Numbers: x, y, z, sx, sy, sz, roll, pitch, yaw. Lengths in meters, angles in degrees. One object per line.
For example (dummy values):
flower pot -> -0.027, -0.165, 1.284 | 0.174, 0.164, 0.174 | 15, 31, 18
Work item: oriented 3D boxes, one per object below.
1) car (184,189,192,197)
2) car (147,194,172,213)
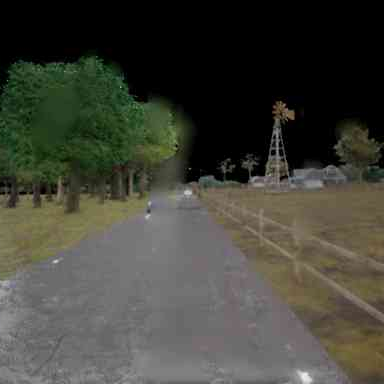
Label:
car -> -1.056, 0.195, 90.403 | 2.150, 2.045, 5.566 | 0, 1, -1
car -> -3.121, 1.016, 32.449 | 2.097, 1.767, 4.553 | 0, 1, -1
